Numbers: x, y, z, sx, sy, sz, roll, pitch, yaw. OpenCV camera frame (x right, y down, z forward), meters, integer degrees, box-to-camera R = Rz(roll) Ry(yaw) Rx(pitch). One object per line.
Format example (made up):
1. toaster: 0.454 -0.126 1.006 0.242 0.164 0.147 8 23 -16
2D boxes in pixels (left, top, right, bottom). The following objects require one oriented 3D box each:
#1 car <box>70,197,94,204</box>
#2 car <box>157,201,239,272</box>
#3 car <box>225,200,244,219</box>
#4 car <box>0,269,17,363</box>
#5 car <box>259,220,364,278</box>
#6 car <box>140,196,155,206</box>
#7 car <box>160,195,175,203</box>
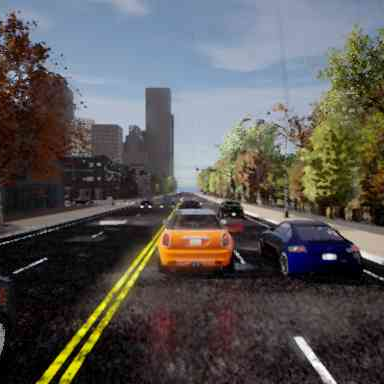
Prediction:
1. car: -20.715 1.683 62.699 4.313 1.339 1.947 -1 1 -1
2. car: 0.094 1.327 10.845 2.097 1.767 4.553 0 0 0
3. car: 3.172 1.442 27.911 1.837 1.490 4.892 0 0 -1
4. car: -3.352 1.498 2.719 1.837 1.490 4.892 0 0 0
5. car: 3.345 1.541 10.096 1.994 1.385 4.181 0 0 0
6. car: -7.117 1.431 53.770 2.033 1.411 5.357 0 0 -1
7. car: -3.862 1.235 53.040 2.097 1.767 4.553 0 0 -1
